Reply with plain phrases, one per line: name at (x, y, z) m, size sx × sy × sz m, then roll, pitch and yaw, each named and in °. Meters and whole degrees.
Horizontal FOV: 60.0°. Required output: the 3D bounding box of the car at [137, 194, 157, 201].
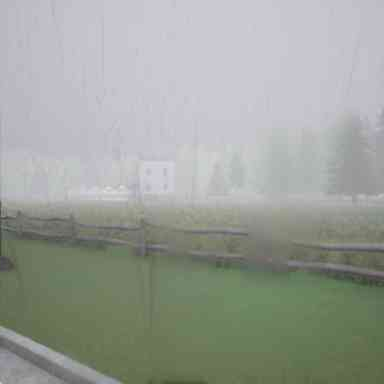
car at (-9.900, 1.368, 73.113) m, size 4.605 × 1.855 × 1.932 m, roll 0°, pitch 0°, yaw 35°
